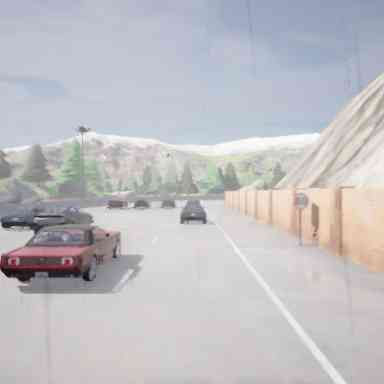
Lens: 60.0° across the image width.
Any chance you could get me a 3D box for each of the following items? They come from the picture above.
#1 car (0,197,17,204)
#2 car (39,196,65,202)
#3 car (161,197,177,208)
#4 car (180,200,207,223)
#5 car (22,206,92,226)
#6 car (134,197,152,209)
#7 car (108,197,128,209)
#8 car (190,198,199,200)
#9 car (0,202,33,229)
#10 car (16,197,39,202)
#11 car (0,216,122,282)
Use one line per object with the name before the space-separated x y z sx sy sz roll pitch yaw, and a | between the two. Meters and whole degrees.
car | -27.785 1.540 51.426 1.837 1.490 4.892 0 0 3
car | -20.951 1.362 50.602 2.097 1.767 4.553 0 0 -2
car | -3.263 1.518 47.924 1.837 1.490 4.892 -1 0 3
car | 0.099 1.571 25.529 1.994 1.385 4.181 0 0 0
car | -6.898 1.496 18.234 2.128 1.511 4.902 0 0 0
car | -6.808 1.517 46.358 1.837 1.490 4.892 0 0 2
car | -10.296 1.489 46.619 1.882 1.535 5.008 0 0 2
car | 0.329 1.577 49.428 1.994 1.385 4.181 0 0 4
car | -10.401 1.569 21.612 1.994 1.385 4.181 0 0 0
car | -24.308 1.565 51.469 2.033 1.411 5.357 0 0 3
car | -3.405 1.603 9.768 1.895 1.301 4.718 0 0 0
